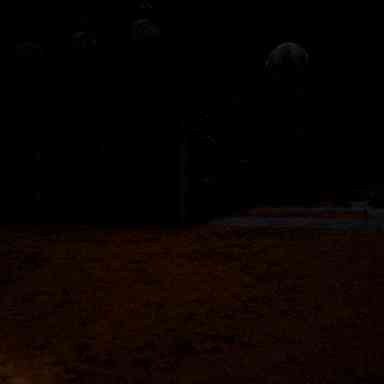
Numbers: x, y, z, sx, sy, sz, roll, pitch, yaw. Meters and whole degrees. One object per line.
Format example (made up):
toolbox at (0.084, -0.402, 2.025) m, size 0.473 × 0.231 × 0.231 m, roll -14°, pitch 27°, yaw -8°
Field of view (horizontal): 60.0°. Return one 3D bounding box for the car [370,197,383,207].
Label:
car at (28.626, 1.466, 49.147) m, size 4.181 × 1.381 × 1.994 m, roll 0°, pitch 0°, yaw 19°

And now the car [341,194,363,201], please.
car at (39.065, 1.361, 80.465) m, size 3.988 × 1.617 × 1.851 m, roll 0°, pitch 0°, yaw 19°
